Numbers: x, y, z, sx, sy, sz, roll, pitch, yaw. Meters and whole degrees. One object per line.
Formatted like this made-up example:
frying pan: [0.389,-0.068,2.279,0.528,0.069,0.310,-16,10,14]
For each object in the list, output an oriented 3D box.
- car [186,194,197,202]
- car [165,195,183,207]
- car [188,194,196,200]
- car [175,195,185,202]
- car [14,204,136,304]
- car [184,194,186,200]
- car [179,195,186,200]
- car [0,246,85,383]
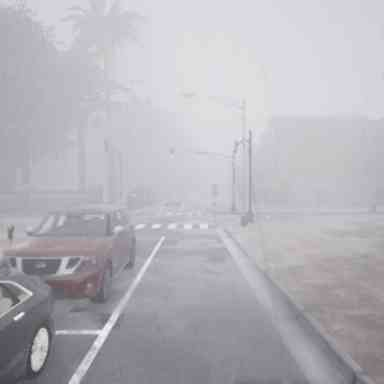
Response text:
car: [0.000,1.373,70.900,1.812,1.442,4.674,0,0,0]
car: [-2.641,1.298,46.374,1.967,1.590,4.097,0,0,0]
car: [0.001,1.225,80.903,1.812,1.442,4.674,0,0,0]
car: [-2.642,1.411,74.818,2.008,1.369,4.403,0,0,0]
car: [-2.639,1.275,8.225,2.192,1.841,5.009,0,0,0]
car: [-2.642,1.434,63.441,1.802,1.307,4.206,0,0,0]
car: [-2.643,1.434,91.884,1.887,1.381,4.507,0,0,0]
car: [-2.638,1.536,2.763,2.008,1.369,4.403,0,0,0]
